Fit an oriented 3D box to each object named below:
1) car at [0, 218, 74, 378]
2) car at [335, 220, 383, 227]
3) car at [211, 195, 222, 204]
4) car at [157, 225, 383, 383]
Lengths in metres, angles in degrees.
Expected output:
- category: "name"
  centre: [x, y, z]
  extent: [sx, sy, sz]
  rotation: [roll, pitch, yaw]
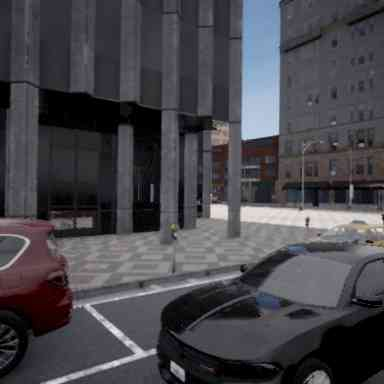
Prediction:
- category: "car"
  centre: [-3.998, 1.309, 3.903]
  extent: [5.009, 1.841, 2.192]
  rotation: [0, 0, -35]
- category: "car"
  centre: [5.030, 1.577, 10.324]
  extent: [4.829, 1.417, 1.752]
  rotation: [0, 0, -35]
- category: "car"
  centre: [3.237, 1.326, 57.538]
  extent: [1.812, 1.442, 4.674]
  rotation: [1, 0, -35]
- category: "car"
  centre: [1.894, 1.499, 4.720]
  extent: [5.008, 1.535, 1.882]
  rotation: [0, 0, -35]
